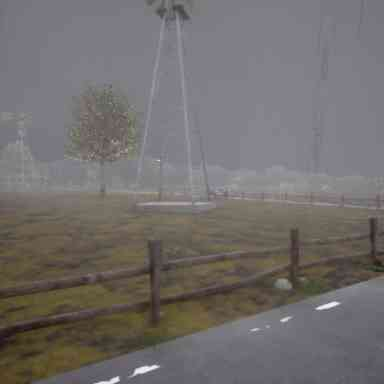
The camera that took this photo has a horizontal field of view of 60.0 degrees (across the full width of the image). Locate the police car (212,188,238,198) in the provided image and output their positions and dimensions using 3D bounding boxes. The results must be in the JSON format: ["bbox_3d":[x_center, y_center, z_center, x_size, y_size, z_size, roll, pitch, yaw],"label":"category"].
[{"bbox_3d":[5.484,0.110,54.956,2.038,1.542,4.974,-1,2,-36],"label":"police car"}]
